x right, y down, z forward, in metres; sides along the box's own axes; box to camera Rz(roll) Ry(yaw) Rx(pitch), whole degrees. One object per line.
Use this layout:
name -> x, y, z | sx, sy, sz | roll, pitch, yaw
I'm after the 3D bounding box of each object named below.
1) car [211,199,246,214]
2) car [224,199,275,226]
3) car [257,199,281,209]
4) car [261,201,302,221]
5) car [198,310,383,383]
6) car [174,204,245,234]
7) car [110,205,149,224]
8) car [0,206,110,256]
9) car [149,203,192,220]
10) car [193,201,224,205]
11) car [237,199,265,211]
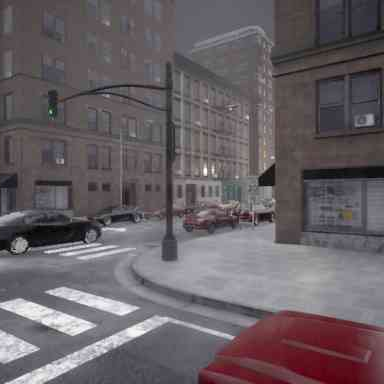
car -> 4.142, 1.544, 36.925 | 1.752, 1.417, 4.829 | 0, 0, 36
car -> 4.331, 1.412, 23.419 | 1.967, 1.590, 4.097 | 0, 0, 36
car -> 10.673, 1.601, 46.031 | 1.802, 1.307, 4.206 | 0, 0, 36
car -> 7.647, 1.495, 28.042 | 1.752, 1.417, 4.829 | 0, 0, 36
car -> 2.294, 1.601, 2.052 | 4.718, 1.301, 1.895 | 0, 0, 36
car -> 1.116, 1.555, 18.934 | 1.802, 1.307, 4.206 | 0, 0, 36
car -> -5.407, 1.590, 23.610 | 1.947, 1.339, 4.313 | 0, 0, 36
car -> -5.976, 1.472, 13.359 | 1.882, 1.535, 5.008 | 0, 0, 35
car -> -2.190, 1.604, 28.094 | 1.802, 1.307, 4.206 | 0, 0, 36
car -> 1.025, 1.565, 32.579 | 1.887, 1.381, 4.507 | 0, 0, 36
car -> 7.457, 1.600, 41.547 | 1.802, 1.307, 4.206 | 0, 0, 36
